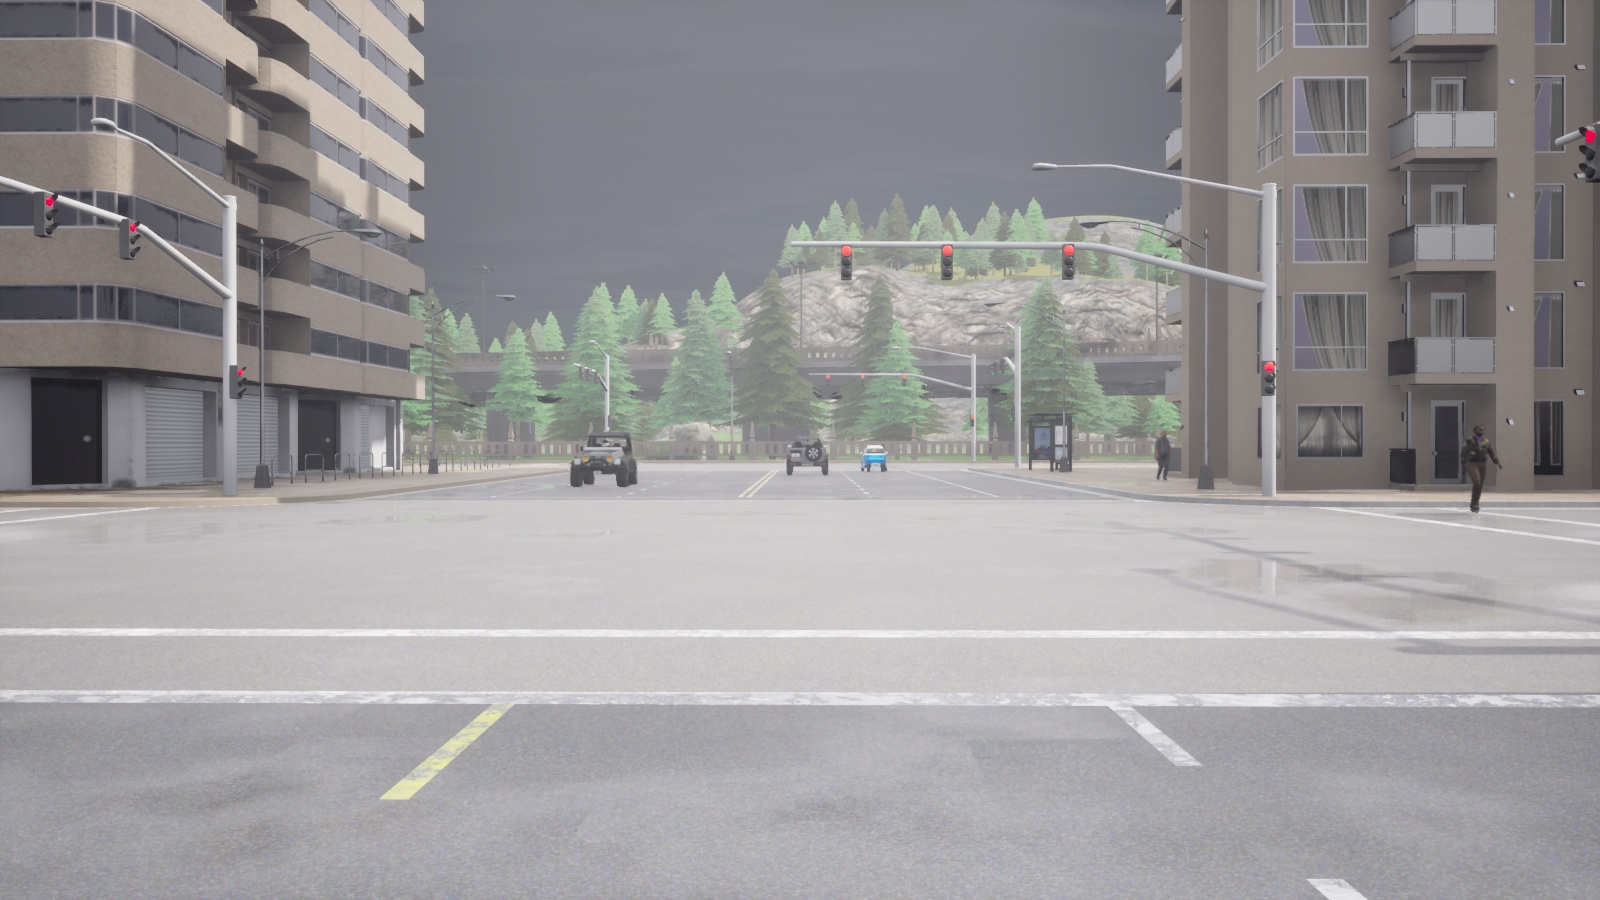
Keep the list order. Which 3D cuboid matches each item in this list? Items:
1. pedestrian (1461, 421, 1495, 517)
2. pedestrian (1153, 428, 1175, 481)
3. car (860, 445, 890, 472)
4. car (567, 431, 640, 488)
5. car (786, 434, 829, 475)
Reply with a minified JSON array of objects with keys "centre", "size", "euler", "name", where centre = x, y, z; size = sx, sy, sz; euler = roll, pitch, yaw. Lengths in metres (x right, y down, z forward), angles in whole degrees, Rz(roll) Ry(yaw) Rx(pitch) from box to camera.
[{"centre":[13.774,0.382,25.526],"size":[0.395,1.930,0.692],"euler":[0,0,8],"name":"pedestrian"},{"centre":[12.783,0.166,44.097],"size":[0.540,1.848,0.694],"euler":[0,0,-1],"name":"pedestrian"},{"centre":[3.885,0.436,65.278],"size":[1.481,1.376,2.207],"euler":[0,1,1],"name":"car"},{"centre":[-6.741,0.292,43.425],"size":[1.905,1.878,3.866],"euler":[0,0,0],"name":"car"},{"centre":[0.349,0.225,59.229],"size":[1.932,1.855,4.605],"euler":[0,-1,0],"name":"car"}]
